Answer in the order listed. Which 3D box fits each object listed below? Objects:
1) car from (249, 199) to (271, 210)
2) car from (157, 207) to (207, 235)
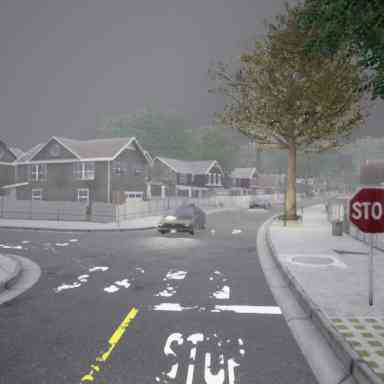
[{"bbox_3d":[8.839,1.530,42.968,1.994,1.385,4.181,0,0,28],"label":"car"},{"bbox_3d":[-0.363,1.553,19.054,2.033,1.411,5.357,0,0,13],"label":"car"}]
